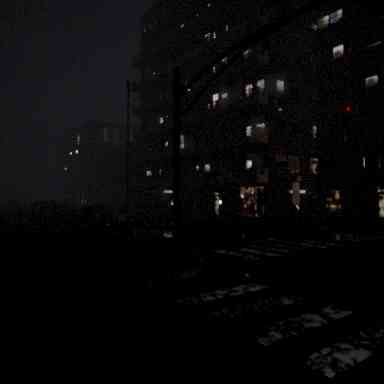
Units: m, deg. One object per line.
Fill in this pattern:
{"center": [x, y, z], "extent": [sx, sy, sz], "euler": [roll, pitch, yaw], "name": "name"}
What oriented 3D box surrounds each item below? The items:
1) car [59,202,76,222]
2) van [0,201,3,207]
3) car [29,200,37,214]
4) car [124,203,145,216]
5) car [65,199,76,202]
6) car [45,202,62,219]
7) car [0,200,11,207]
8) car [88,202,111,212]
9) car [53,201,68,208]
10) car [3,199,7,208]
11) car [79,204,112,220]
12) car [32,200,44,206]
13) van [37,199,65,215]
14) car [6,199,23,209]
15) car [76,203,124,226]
{"center": [-10.493, 1.940, 30.789], "extent": [1.752, 1.417, 4.829], "euler": [-1, 0, -35], "name": "car"}
{"center": [-39.434, 2.417, 71.435], "extent": [1.690, 1.788, 3.998], "euler": [-1, 0, -35], "name": "van"}
{"center": [-20.206, 2.079, 44.430], "extent": [1.967, 1.590, 4.097], "euler": [-1, 0, -35], "name": "car"}
{"center": [-7.278, 2.016, 39.860], "extent": [1.752, 1.417, 4.829], "euler": [-1, 0, -35], "name": "car"}
{"center": [-23.194, 2.171, 62.211], "extent": [2.192, 1.841, 5.009], "euler": [-1, 0, -35], "name": "car"}
{"center": [-13.796, 2.042, 35.428], "extent": [2.008, 1.369, 4.403], "euler": [-1, 0, -35], "name": "car"}
{"center": [-42.536, 2.672, 75.797], "extent": [1.752, 1.417, 4.829], "euler": [-1, 0, -35], "name": "car"}
{"center": [-13.583, 2.202, 48.717], "extent": [1.947, 1.339, 4.313], "euler": [-1, 0, -35], "name": "car"}
{"center": [-26.392, 2.473, 66.709], "extent": [1.887, 1.381, 4.507], "euler": [-1, 0, -35], "name": "car"}
{"center": [-36.226, 2.548, 66.934], "extent": [1.887, 1.381, 4.507], "euler": [-1, 0, -35], "name": "car"}
{"center": [-10.104, 2.018, 34.683], "extent": [1.994, 1.385, 4.181], "euler": [0, -1, -35], "name": "car"}
{"center": [-39.201, 2.784, 84.700], "extent": [1.947, 1.339, 4.313], "euler": [-1, 0, -35], "name": "car"}
{"center": [-17.004, 1.906, 39.930], "extent": [1.690, 1.788, 3.998], "euler": [-1, 0, -35], "name": "van"}
{"center": [-33.024, 2.371, 62.433], "extent": [1.967, 1.590, 4.097], "euler": [-1, 0, -35], "name": "car"}
{"center": [-7.389, 1.782, 26.427], "extent": [1.967, 1.590, 4.097], "euler": [-1, 0, -35], "name": "car"}
